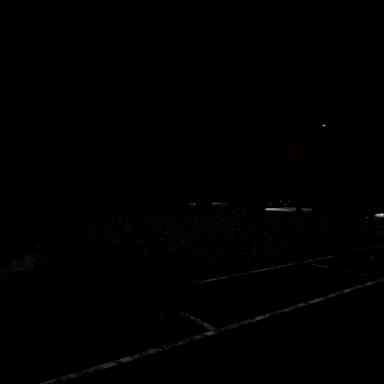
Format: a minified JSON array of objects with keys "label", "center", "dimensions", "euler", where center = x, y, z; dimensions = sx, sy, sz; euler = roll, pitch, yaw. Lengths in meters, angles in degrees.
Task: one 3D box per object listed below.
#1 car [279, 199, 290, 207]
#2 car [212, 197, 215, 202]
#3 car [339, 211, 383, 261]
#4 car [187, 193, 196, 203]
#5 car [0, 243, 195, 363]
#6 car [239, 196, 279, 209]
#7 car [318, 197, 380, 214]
[{"label":"car","center":[9.503,1.138,40.300],"dimensions":[1.895,1.301,4.718],"euler":[0,1,-35]},{"label":"car","center":[1.557,0.828,51.671],"dimensions":[1.812,1.442,4.674],"euler":[0,1,-35]},{"label":"car","center":[6.837,1.552,11.449],"dimensions":[4.403,1.369,2.008],"euler":[0,0,-35]},{"label":"car","center":[-0.392,0.842,48.777],"dimensions":[1.812,1.442,4.674],"euler":[0,1,-34]},{"label":"car","center":[-2.061,1.545,5.172],"dimensions":[4.507,1.381,1.887],"euler":[0,0,-35]},{"label":"car","center":[7.311,1.109,37.746],"dimensions":[1.994,1.385,4.181],"euler":[0,1,-36]},{"label":"car","center":[13.249,1.219,29.262],"dimensions":[2.128,1.511,4.902],"euler":[0,1,-34]}]
